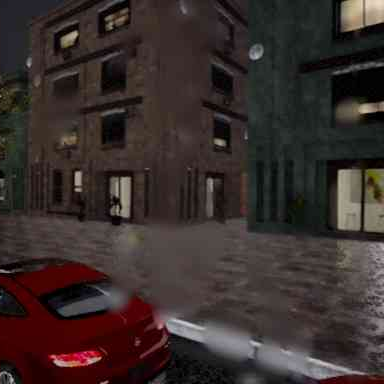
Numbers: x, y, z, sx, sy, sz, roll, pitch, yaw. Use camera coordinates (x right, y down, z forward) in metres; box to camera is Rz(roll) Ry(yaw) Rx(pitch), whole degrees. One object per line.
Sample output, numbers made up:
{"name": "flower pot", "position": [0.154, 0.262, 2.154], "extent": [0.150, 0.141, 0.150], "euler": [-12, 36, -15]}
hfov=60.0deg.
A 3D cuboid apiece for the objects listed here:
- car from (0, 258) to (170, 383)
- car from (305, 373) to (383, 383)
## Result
{"name": "car", "position": [-2.191, 1.567, 4.433], "extent": [4.206, 1.307, 1.802], "euler": [0, 1, 35]}
{"name": "car", "position": [2.327, 1.587, 1.212], "extent": [4.206, 1.307, 1.802], "euler": [0, 1, 35]}
